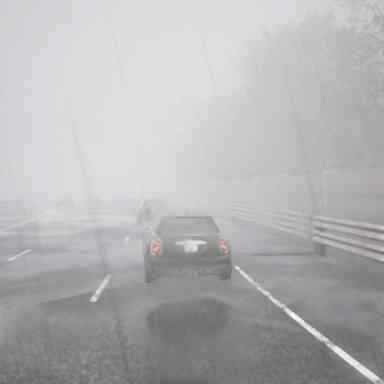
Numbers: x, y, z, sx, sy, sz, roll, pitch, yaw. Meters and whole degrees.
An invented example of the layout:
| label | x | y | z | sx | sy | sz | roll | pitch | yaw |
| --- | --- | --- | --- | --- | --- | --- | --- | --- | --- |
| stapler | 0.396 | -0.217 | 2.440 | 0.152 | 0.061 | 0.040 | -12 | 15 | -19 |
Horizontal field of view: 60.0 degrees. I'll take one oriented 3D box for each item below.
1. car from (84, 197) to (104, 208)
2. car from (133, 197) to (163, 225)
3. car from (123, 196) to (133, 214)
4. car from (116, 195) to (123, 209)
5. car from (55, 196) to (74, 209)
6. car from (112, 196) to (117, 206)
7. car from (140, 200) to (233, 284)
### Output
| label | x | y | z | sx | sy | sz | roll | pitch | yaw |
| --- | --- | --- | --- | --- | --- | --- | --- | --- | --- |
| car | -12.662 | 1.286 | 42.866 | 2.033 | 1.411 | 5.357 | 0 | 0 | -25 |
| car | -2.778 | 1.203 | 23.163 | 2.097 | 1.767 | 4.553 | 0 | 0 | -12 |
| car | -5.236 | 1.340 | 32.565 | 2.033 | 1.411 | 5.357 | 0 | 0 | -17 |
| car | -7.237 | 1.303 | 38.766 | 2.033 | 1.411 | 5.357 | 0 | 0 | -18 |
| car | -16.069 | 1.244 | 41.891 | 2.128 | 1.511 | 4.902 | 0 | 1 | -25 |
| car | -9.368 | 1.200 | 44.290 | 1.882 | 1.535 | 5.008 | 0 | 1 | -26 |
| car | -0.347 | 1.288 | 9.687 | 2.097 | 1.767 | 4.553 | 0 | 0 | -9 |
